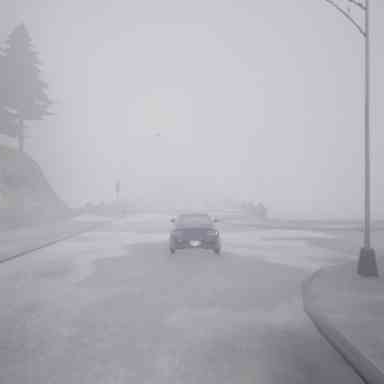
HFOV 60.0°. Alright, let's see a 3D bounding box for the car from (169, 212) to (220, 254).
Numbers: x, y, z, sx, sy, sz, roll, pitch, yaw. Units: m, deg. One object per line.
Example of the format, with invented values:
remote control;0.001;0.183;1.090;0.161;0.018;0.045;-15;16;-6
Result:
car;0.100;1.538;13.396;1.812;1.442;4.674;0;0;0
